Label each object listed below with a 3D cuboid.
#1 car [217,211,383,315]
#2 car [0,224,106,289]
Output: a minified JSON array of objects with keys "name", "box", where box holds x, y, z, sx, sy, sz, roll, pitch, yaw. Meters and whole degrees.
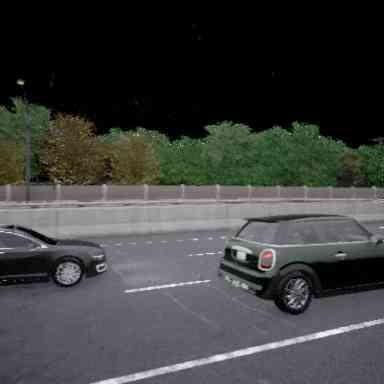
[{"name":"car","box":[2.926,1.267,7.387,4.553,1.767,2.097,0,-1,-23]},{"name":"car","box":[-4.598,1.538,8.041,4.892,1.490,1.837,-1,0,-23]}]
